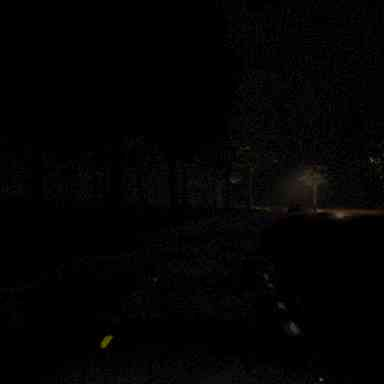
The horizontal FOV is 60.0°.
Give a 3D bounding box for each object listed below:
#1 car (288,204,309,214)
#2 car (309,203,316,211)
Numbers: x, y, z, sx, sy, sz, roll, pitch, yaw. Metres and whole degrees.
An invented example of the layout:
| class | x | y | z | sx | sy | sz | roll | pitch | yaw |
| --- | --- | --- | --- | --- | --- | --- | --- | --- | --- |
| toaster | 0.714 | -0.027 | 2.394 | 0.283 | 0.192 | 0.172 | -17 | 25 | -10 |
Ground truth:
| class | x | y | z | sx | sy | sz | roll | pitch | yaw |
| --- | --- | --- | --- | --- | --- | --- | --- | --- | --- |
| car | 16.411 | 2.580 | 51.773 | 1.994 | 1.385 | 4.181 | 1 | -1 | 30 |
| car | 24.185 | 3.089 | 67.423 | 1.837 | 1.490 | 4.892 | 1 | -2 | 18 |
